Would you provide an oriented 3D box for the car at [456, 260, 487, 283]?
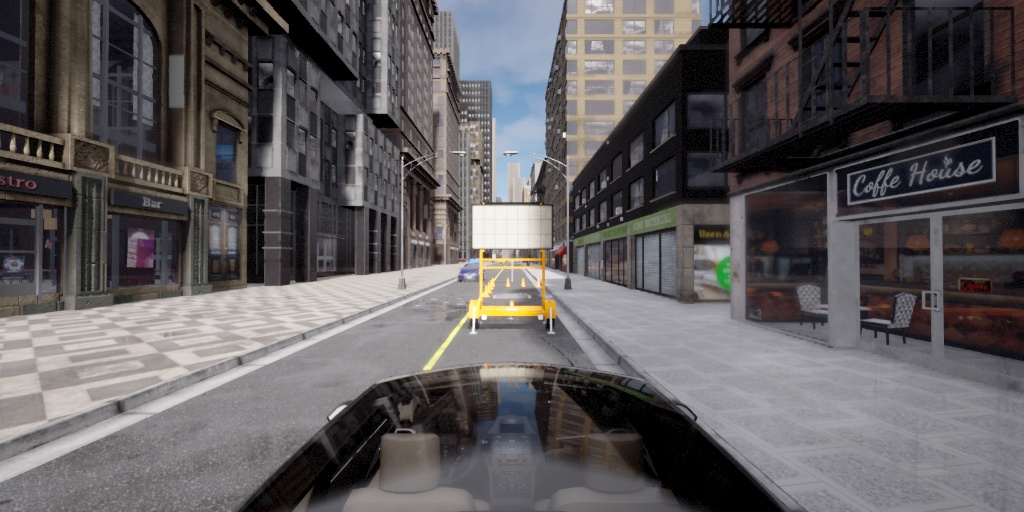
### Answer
[{"bbox_3d":[-3.073,1.292,28.231,1.812,1.442,4.674,0,0,0],"label":"car"}]

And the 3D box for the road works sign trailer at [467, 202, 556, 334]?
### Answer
[{"bbox_3d":[0.011,0.216,10.613,2.380,3.560,2.880,0,0,0],"label":"road works sign trailer"}]
